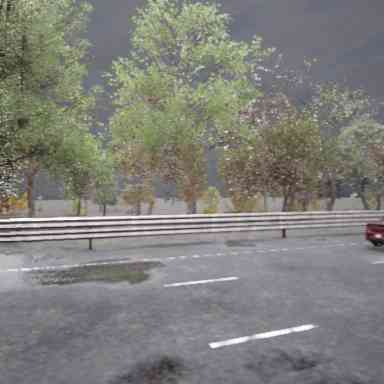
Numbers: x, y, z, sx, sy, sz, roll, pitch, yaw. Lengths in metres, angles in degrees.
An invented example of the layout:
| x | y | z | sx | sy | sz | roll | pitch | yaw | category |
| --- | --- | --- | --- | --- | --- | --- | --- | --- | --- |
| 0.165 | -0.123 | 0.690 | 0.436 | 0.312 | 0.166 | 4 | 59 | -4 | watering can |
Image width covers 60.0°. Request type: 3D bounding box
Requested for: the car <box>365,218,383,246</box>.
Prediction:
| x | y | z | sx | sy | sz | roll | pitch | yaw | category |
| --- | --- | --- | --- | --- | --- | --- | --- | --- | --- |
| 10.054 | 1.684 | 14.837 | 5.008 | 1.535 | 1.882 | 0 | -1 | -23 | car |
